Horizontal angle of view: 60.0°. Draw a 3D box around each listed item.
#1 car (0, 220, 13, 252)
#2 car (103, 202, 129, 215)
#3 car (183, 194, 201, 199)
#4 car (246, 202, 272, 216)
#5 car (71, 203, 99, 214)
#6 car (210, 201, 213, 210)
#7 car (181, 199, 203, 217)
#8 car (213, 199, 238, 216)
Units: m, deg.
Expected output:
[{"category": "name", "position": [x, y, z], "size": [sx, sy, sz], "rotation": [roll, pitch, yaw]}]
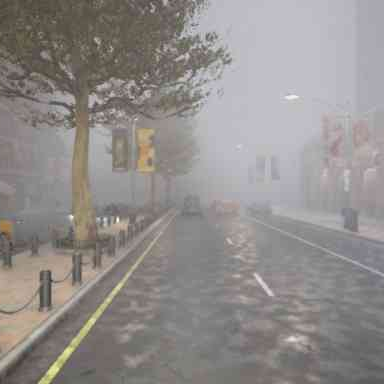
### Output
[{"category": "car", "position": [-8.101, 1.507, 11.262], "size": [1.882, 1.535, 5.008], "rotation": [0, 0, 0]}, {"category": "car", "position": [-8.012, 1.693, 35.270], "size": [1.895, 1.301, 4.718], "rotation": [0, 0, 0]}, {"category": "car", "position": [0.021, 1.335, 44.730], "size": [2.150, 2.045, 5.566], "rotation": [0, 0, 0]}, {"category": "car", "position": [6.743, 1.683, 34.099], "size": [1.895, 1.301, 4.718], "rotation": [0, 0, 0]}, {"category": "car", "position": [-11.507, 1.666, 35.907], "size": [1.994, 1.385, 4.181], "rotation": [0, 0, 0]}, {"category": "car", "position": [3.522, 1.679, 44.649], "size": [1.994, 1.385, 4.181], "rotation": [0, 0, 1]}, {"category": "car", "position": [0.003, 1.649, 32.416], "size": [1.994, 1.385, 4.181], "rotation": [0, 0, 0]}, {"category": "car", "position": [3.513, 1.565, 33.624], "size": [1.882, 1.535, 5.008], "rotation": [0, 0, 0]}]
